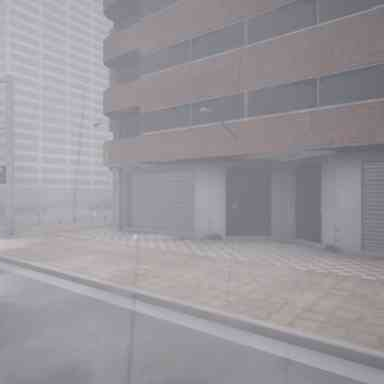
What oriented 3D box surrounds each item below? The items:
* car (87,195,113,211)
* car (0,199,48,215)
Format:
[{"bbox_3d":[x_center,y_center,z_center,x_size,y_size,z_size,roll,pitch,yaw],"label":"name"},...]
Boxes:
[{"bbox_3d":[-10.518,1.505,40.963,1.837,1.490,4.892,0,0,37],"label":"car"},{"bbox_3d":[-16.770,1.505,32.710,1.837,1.490,4.892,0,0,37],"label":"car"}]
